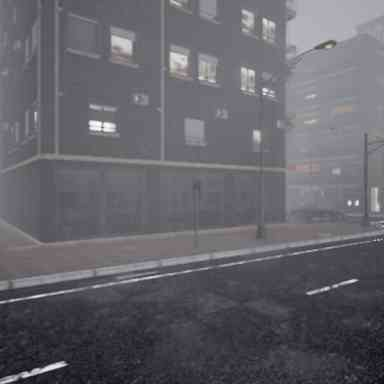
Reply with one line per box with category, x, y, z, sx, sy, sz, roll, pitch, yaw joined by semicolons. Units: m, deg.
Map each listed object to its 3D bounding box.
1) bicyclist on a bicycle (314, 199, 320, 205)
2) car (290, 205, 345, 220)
bicyclist on a bicycle;15.487;1.692;41.218;1.656;1.620;0.582;0;0;-36
car;11.832;1.922;31.470;1.895;1.301;4.718;0;-1;-39
